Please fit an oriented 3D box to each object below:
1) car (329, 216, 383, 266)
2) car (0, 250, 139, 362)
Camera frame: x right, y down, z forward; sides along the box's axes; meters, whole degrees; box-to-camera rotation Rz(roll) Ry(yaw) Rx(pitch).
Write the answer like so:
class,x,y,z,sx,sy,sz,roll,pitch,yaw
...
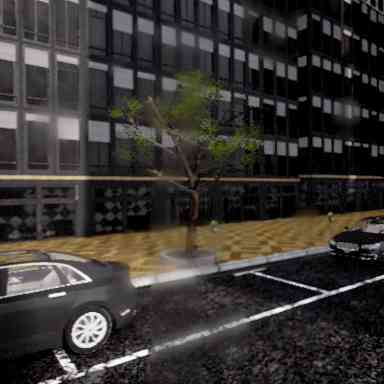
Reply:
class,x,y,z,sx,sy,sz,roll,pitch,yaw
car,6.359,1.495,11.106,4.403,1.369,2.008,0,0,-36
car,-2.894,1.550,4.504,4.403,1.369,2.008,0,0,-36
